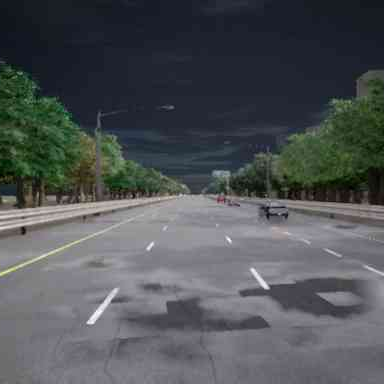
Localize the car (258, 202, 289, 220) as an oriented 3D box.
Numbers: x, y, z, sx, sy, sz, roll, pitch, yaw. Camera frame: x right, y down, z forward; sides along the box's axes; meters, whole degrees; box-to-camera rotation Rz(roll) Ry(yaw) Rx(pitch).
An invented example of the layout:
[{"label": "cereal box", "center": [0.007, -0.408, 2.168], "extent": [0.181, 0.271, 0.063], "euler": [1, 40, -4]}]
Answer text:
[{"label": "car", "center": [7.045, 1.599, 29.174], "extent": [2.128, 1.511, 4.902], "euler": [0, 0, 0]}]

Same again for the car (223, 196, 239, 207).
[{"label": "car", "center": [7.187, 1.834, 58.739], "extent": [2.033, 1.411, 5.357], "euler": [0, 0, 0]}]

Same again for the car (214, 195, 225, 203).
[{"label": "car", "center": [7.382, 1.673, 83.786], "extent": [2.150, 2.045, 5.566], "euler": [0, 0, 1]}]
